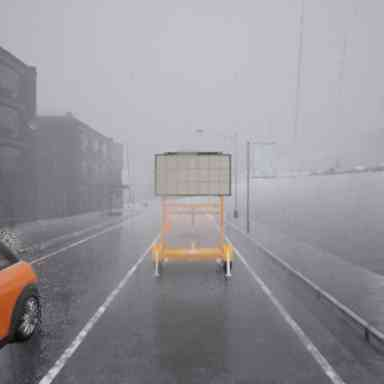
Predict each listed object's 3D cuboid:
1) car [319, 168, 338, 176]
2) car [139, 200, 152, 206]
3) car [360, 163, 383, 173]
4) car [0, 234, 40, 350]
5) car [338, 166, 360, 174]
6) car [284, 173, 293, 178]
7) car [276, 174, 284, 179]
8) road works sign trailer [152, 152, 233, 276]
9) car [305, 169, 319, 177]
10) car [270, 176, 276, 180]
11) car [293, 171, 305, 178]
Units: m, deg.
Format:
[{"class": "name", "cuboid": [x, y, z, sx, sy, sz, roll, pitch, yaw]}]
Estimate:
[{"class": "car", "cuboid": [23.503, -3.167, 54.519, 2.163, 1.488, 4.792, 0, 1, -6]}, {"class": "car", "cuboid": [-12.349, 3.010, 87.870, 1.837, 1.490, 4.892, 0, -3, -32]}, {"class": "car", "cuboid": [25.017, -3.068, 43.684, 2.231, 1.521, 4.892, 0, 1, -9]}, {"class": "car", "cuboid": [-3.502, 1.375, 3.480, 2.097, 1.767, 4.553, 0, 0, 0]}, {"class": "car", "cuboid": [24.208, -3.093, 49.045, 2.002, 1.452, 4.674, 0, 1, -7]}, {"class": "car", "cuboid": [22.053, -3.351, 71.253, 2.002, 1.452, 4.674, 0, 1, -3]}, {"class": "car", "cuboid": [21.816, -3.450, 76.795, 2.231, 1.521, 4.892, 0, 0, -1]}, {"class": "road works sign trailer", "cuboid": [0.033, 0.534, 10.587, 2.380, 3.560, 2.880, 0, 0, 1]}, {"class": "car", "cuboid": [22.880, -3.389, 60.211, 2.185, 1.767, 4.553, 0, 1, -5]}, {"class": "car", "cuboid": [21.684, -3.491, 82.314, 2.231, 1.521, 4.892, 0, 0, -1]}, {"class": "car", "cuboid": [22.408, -3.327, 65.716, 2.097, 1.535, 5.008, 0, 1, -4]}]
